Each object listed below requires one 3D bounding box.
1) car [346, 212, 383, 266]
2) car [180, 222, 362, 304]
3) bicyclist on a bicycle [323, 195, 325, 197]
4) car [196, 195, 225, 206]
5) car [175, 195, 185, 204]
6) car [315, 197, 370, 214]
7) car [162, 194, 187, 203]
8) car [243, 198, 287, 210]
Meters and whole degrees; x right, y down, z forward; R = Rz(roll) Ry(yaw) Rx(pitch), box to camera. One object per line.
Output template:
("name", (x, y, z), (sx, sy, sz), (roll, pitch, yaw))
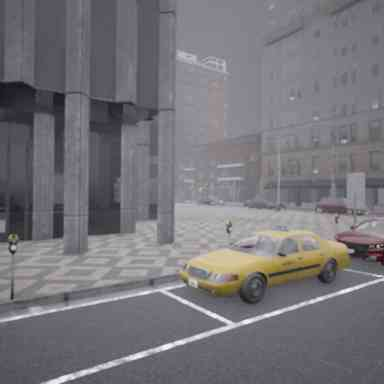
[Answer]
("car", (6.706, 1.569, 11.537), (4.507, 1.381, 1.887), (0, 1, -35))
("car", (1.989, 1.538, 8.172), (4.829, 1.417, 1.752), (0, 1, -35))
("bicyclist on a bicycle", (15.538, 1.223, 38.914), (1.656, 1.620, 0.582), (0, 0, -35))
("car", (2.589, 1.214, 46.477), (2.128, 1.511, 4.902), (1, 0, -35))
("car", (-3.078, 1.158, 54.581), (1.812, 1.442, 4.674), (1, 0, -34))
("car", (13.771, 1.251, 30.590), (2.097, 1.767, 4.553), (1, 0, -35))
("car", (-3.259, 1.173, 60.324), (2.033, 1.411, 5.357), (1, 0, -35))
("car", (8.260, 1.360, 38.408), (2.033, 1.411, 5.357), (1, 0, -35))
